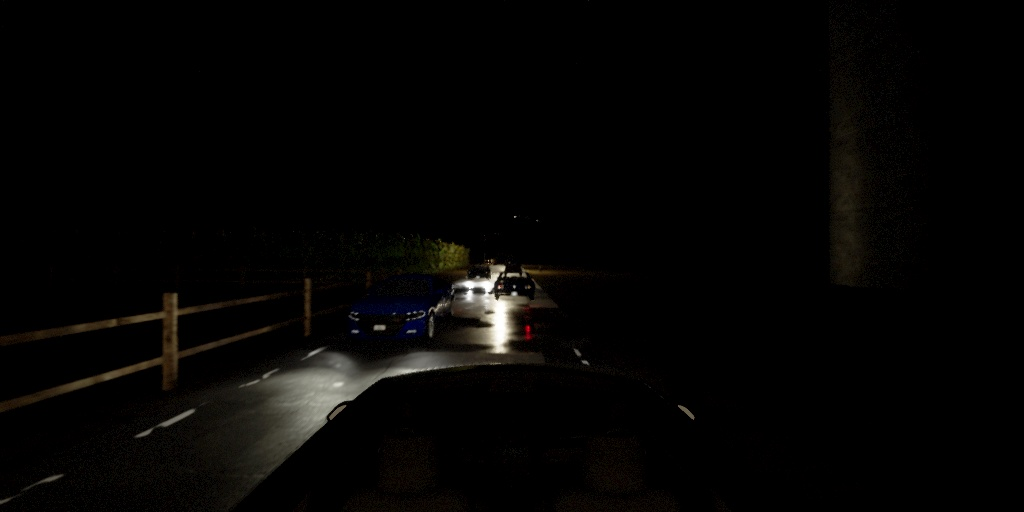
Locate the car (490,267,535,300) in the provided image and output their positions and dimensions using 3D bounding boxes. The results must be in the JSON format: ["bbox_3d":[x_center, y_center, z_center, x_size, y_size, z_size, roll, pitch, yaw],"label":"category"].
[{"bbox_3d":[0.109,1.395,18.086,1.895,1.301,4.718,0,0,0],"label":"car"}]

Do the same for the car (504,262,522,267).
[{"bbox_3d":[0.124,1.380,39.718,1.812,1.442,4.674,0,0,0],"label":"car"}]

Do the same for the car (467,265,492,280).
[{"bbox_3d":[-2.828,1.434,31.989,1.895,1.301,4.718,0,0,0],"label":"car"}]

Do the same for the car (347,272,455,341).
[{"bbox_3d":[-2.841,1.250,10.166,1.882,1.535,5.008,0,0,0],"label":"car"}]
